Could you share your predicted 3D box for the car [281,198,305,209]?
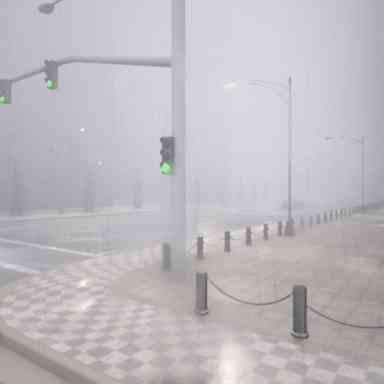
[{"bbox_3d":[13.201,1.506,43.207,1.994,1.385,4.181,0,0,36],"label":"car"}]
